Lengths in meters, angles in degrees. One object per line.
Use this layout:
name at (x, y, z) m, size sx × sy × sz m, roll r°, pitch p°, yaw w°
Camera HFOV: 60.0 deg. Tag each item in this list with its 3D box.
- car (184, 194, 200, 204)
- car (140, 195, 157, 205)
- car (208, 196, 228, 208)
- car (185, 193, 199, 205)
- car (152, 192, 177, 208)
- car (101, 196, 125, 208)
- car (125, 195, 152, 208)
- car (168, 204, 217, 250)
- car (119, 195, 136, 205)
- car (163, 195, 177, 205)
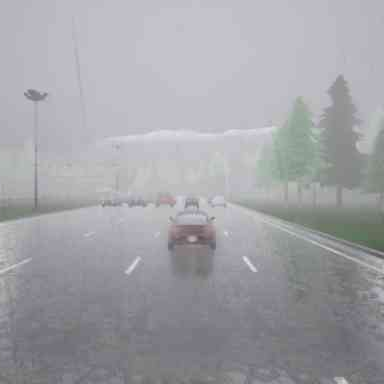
car at (0.006, 1.273, 43.780) m, size 1.837 × 1.490 × 4.892 m, roll 0°, pitch 0°, yaw 0°
car at (-6.992, 1.262, 54.056) m, size 2.033 × 1.411 × 5.357 m, roll 0°, pitch 0°, yaw 0°
car at (3.506, 1.294, 43.790) m, size 1.812 × 1.442 × 4.674 m, roll 0°, pitch 0°, yaw 0°
car at (0.009, 1.065, 54.145) m, size 2.097 × 1.767 × 4.553 m, roll 0°, pitch 0°, yaw 0°
car at (-3.494, 0.991, 43.587) m, size 2.150 × 2.045 × 5.566 m, roll 0°, pitch 0°, yaw 0°
car at (-10.494, 1.369, 43.884) m, size 1.895 × 1.301 × 4.718 m, roll 0°, pitch 0°, yaw 0°
car at (-6.994, 1.119, 43.998) m, size 2.097 × 1.767 × 4.553 m, roll 0°, pitch 0°, yaw 0°
car at (0.002, 1.452, 13.822) m, size 1.812 × 1.442 × 4.674 m, roll 0°, pitch 0°, yaw 0°
car at (-10.492, 1.278, 54.235) m, size 1.994 × 1.385 × 4.181 m, roll 0°, pitch 0°, yaw 0°
car at (-3.490, 1.276, 54.350) m, size 1.994 × 1.385 × 4.181 m, roll 0°, pitch 0°, yaw 0°
